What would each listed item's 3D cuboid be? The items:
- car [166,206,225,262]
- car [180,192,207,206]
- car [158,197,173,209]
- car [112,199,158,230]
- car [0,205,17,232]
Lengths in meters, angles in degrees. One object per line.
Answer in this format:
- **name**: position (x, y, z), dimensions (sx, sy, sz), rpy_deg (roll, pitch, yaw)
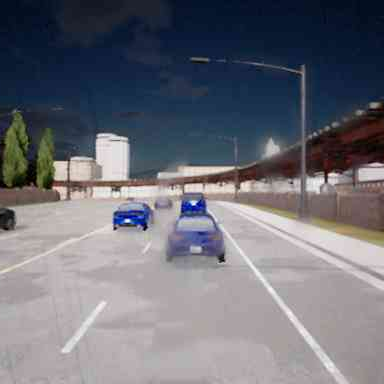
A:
- **car**: position (0.114, 1.441, 11.700), dimensions (1.812, 1.442, 4.674), rpy_deg (0, 0, 0)
- **car**: position (0.136, 1.014, 28.987), dimensions (2.150, 2.045, 5.566), rpy_deg (0, 0, 0)
- **car**: position (-3.360, 1.279, 39.550), dimensions (1.994, 1.385, 4.181), rpy_deg (0, 0, 0)
- **car**: position (-3.374, 1.333, 19.910), dimensions (1.882, 1.535, 5.008), rpy_deg (0, 0, 0)
- **car**: position (-10.579, 1.367, 16.386), dimensions (2.128, 1.511, 4.902), rpy_deg (0, 0, 0)
